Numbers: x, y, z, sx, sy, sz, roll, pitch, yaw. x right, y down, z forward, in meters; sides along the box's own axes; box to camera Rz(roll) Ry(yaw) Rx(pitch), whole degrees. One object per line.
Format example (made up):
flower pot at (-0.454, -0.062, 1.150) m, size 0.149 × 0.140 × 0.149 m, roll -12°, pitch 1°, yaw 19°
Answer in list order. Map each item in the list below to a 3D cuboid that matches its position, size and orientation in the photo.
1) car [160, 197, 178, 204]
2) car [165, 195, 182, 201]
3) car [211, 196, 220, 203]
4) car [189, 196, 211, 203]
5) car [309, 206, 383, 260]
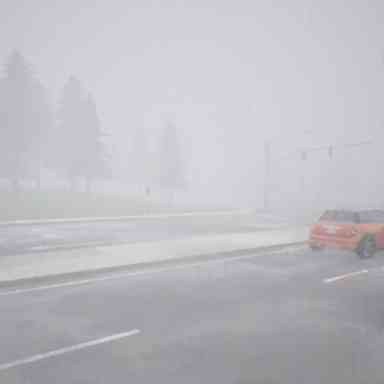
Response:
car at (-4.559, 1.645, 67.549) m, size 1.994 × 1.385 × 4.181 m, roll 0°, pitch 0°, yaw -35°
car at (-4.821, 1.503, 86.228) m, size 2.033 × 1.411 × 5.357 m, roll 0°, pitch 0°, yaw -35°
car at (4.186, 1.635, 73.381) m, size 1.812 × 1.442 × 4.674 m, roll 0°, pitch 0°, yaw -35°
car at (1.335, 1.698, 71.350) m, size 1.895 × 1.301 × 4.718 m, roll 0°, pitch 0°, yaw -35°
car at (6.605, 1.382, 12.829) m, size 4.553 × 1.767 × 2.097 m, roll 0°, pitch 0°, yaw -35°
